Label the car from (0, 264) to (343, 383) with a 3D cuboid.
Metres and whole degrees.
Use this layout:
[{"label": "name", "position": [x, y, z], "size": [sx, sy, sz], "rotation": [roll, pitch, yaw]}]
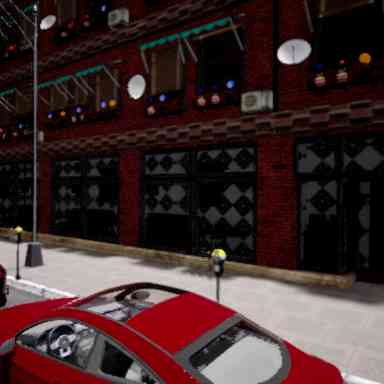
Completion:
[{"label": "car", "position": [-0.718, 1.586, 3.216], "size": [4.206, 1.307, 1.802], "rotation": [0, 1, 35]}]
